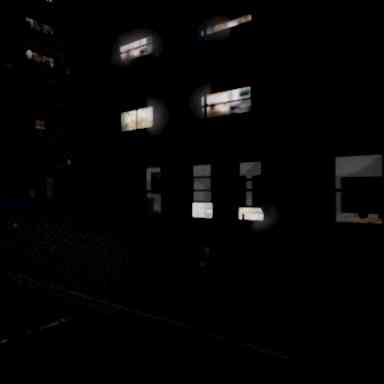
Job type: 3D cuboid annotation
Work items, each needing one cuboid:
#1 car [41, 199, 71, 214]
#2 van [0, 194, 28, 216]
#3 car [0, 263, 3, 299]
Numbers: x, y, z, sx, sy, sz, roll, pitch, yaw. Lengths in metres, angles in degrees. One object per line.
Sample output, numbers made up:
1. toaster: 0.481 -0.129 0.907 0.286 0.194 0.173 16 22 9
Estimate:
1. car: -11.980 1.282 31.162 1.802 1.307 4.206 0 0 35
2. van: -15.238 1.076 26.556 1.690 1.788 3.998 0 0 35
3. car: -5.435 1.502 6.621 4.313 1.339 1.947 1 0 36
